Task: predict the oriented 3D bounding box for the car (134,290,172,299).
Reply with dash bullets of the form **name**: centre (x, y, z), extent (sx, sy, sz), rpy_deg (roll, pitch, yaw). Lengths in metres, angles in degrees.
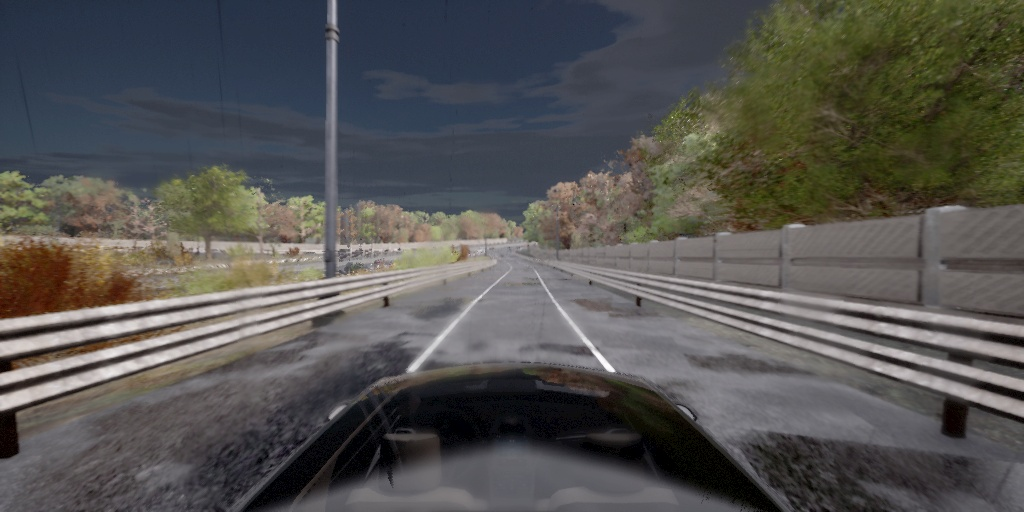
- **car**: centre (-43.626, 4.869, 43.142), extent (2.097, 1.767, 4.553), rpy_deg (1, 4, 17)
